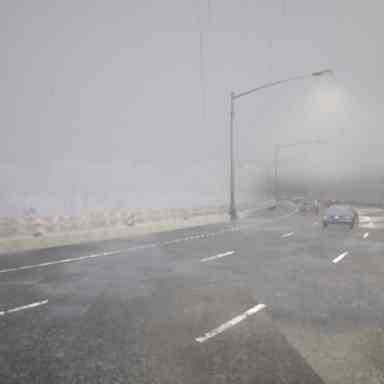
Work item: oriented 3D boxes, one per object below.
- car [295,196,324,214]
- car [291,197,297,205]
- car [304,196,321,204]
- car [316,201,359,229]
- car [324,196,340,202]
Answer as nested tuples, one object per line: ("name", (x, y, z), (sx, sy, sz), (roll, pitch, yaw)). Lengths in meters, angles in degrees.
("car", (12.781, 1.549, 36.034), (2.128, 1.511, 4.902), (0, 0, 23))
("car", (20.041, 1.622, 62.848), (1.812, 1.442, 4.674), (0, 0, 8))
("car", (24.012, 1.608, 66.441), (1.837, 1.490, 4.892), (0, 0, 5))
("car", (9.976, 1.587, 22.240), (2.033, 1.411, 5.357), (0, 0, 30))
("car", (21.321, 1.441, 50.932), (2.097, 1.767, 4.553), (0, 0, 14))
